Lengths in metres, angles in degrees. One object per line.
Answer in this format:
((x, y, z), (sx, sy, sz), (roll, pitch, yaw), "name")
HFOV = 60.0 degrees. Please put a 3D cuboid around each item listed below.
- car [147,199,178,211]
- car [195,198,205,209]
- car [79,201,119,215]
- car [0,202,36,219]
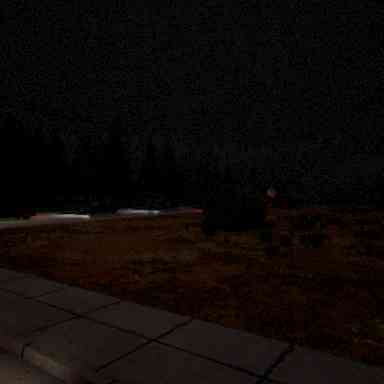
((-3.912, 1.636, 44.898), (1.882, 1.535, 5.008), (0, 0, 37), "car")
((2.323, 1.646, 47.135), (1.837, 1.490, 4.892), (0, 0, 36), "car")
((-10.120, 1.685, 36.506), (1.812, 1.442, 4.674), (0, 0, 37), "car")
((-16.036, 1.638, 28.505), (1.882, 1.535, 5.008), (0, 0, 36), "car")
